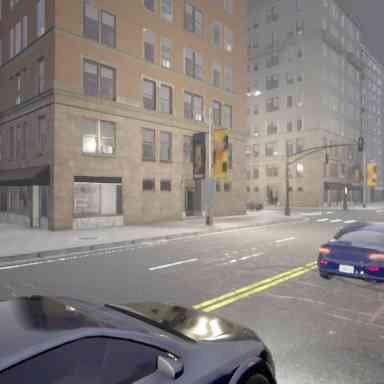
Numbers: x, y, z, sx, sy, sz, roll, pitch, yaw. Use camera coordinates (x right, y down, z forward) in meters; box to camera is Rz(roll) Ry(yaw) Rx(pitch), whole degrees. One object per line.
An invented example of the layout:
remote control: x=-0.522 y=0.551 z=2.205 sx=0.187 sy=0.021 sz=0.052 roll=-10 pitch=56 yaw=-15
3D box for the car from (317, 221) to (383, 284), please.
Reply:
car: x=4.972 y=1.526 z=8.993 sx=1.812 sy=1.442 sz=4.674 roll=0 pitch=0 yaw=43

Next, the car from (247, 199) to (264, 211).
car: x=6.456 y=1.544 z=39.995 sx=4.181 sy=1.385 sz=1.994 roll=0 pitch=0 yaw=43

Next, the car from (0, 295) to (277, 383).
car: x=-1.055 y=1.564 z=2.555 sx=1.994 sy=1.385 sz=4.181 roll=0 pitch=0 yaw=43
